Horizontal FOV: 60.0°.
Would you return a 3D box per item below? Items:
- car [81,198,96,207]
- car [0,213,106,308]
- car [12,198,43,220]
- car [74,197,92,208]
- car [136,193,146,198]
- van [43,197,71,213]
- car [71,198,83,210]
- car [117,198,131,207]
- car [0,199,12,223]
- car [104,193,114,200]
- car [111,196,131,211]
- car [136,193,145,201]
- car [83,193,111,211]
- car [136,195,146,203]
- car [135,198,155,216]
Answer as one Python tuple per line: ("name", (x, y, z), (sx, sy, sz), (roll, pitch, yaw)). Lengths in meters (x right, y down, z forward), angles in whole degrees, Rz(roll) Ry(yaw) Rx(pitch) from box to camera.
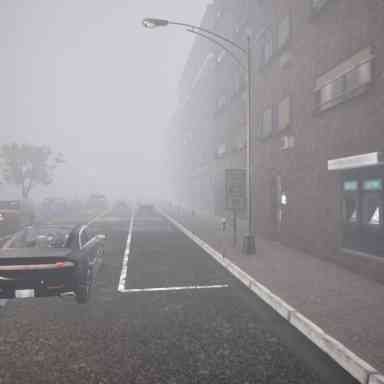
("car", (-16.528, 1.581, 53.371), (1.802, 1.307, 4.206), (1, 0, -9))
("car", (-3.210, 1.495, 7.989), (2.128, 1.511, 4.902), (0, 0, -9))
("car", (-10.963, 1.327, 19.952), (2.192, 1.841, 5.009), (0, 0, -9))
("car", (-15.573, 1.529, 47.633), (1.752, 1.417, 4.829), (0, 0, -9))
("car", (-10.118, 1.422, 65.909), (1.967, 1.590, 4.097), (0, 0, -9))
("van", (-12.817, 1.353, 31.091), (1.690, 1.788, 3.998), (0, 0, -9))
("car", (-14.673, 1.590, 42.231), (1.802, 1.307, 4.206), (0, 0, -9))
("car", (-10.370, 1.599, 51.143), (1.895, 1.301, 4.718), (0, 0, -9))
("car", (-10.035, 1.325, 14.382), (2.192, 1.841, 5.009), (0, 0, -9))
("car", (-23.016, 1.264, 92.359), (2.192, 1.841, 5.009), (1, 0, -9))
("car", (-8.687, 1.530, 41.280), (1.812, 1.442, 4.674), (0, 0, -9))
("car", (-12.898, 1.276, 82.617), (2.192, 1.841, 5.009), (1, 0, -9))
("car", (-11.946, 1.227, 42.188), (2.150, 2.045, 5.566), (0, 0, -9))
("car", (-11.045, 1.416, 71.478), (1.967, 1.590, 4.097), (1, 0, -9))
("car", (-4.555, 1.556, 32.487), (2.008, 1.369, 4.403), (0, 0, -9))
